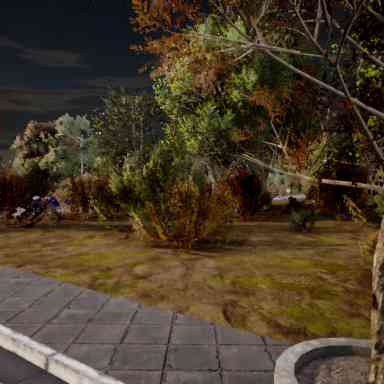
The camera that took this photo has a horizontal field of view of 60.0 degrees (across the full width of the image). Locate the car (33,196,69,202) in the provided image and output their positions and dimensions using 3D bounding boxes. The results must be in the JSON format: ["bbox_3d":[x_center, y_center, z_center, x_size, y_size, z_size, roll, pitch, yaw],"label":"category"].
[{"bbox_3d":[-17.572,1.245,41.306,1.882,1.535,5.008,0,0,32],"label":"car"}]

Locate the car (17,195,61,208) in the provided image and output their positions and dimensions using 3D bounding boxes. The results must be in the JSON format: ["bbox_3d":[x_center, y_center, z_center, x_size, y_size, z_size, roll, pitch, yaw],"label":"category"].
[{"bbox_3d":[-20.087,1.221,43.881,1.882,1.535,5.008,0,0,32],"label":"car"}]
